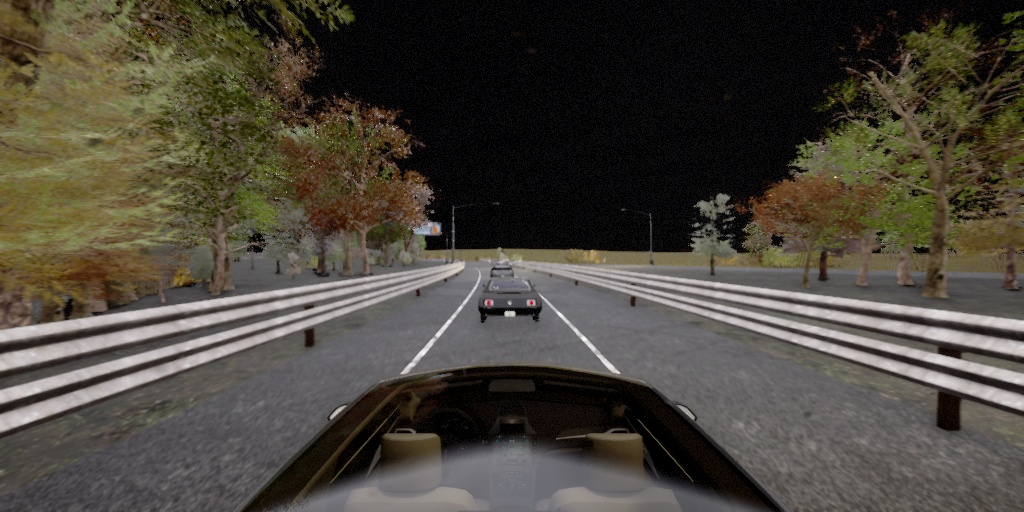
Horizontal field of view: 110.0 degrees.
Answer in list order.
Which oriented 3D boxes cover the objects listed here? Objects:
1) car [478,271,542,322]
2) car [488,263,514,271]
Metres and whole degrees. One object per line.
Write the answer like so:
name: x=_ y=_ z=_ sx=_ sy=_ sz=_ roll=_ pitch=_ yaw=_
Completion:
car: x=-0.099 y=1.378 z=12.493 sx=1.895 sy=1.301 sz=4.718 roll=0 pitch=0 yaw=-1
car: x=-0.853 y=1.318 z=29.124 sx=2.128 sy=1.511 sz=4.902 roll=0 pitch=0 yaw=-3
